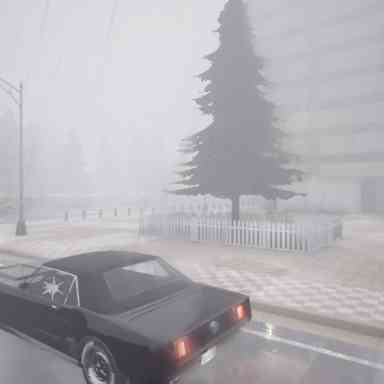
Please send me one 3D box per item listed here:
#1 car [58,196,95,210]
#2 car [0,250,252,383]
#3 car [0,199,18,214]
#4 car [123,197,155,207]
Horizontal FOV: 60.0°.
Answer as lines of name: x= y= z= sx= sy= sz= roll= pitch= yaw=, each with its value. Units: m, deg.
car: x=-14.600 y=1.352 z=42.104 sx=2.097 sy=1.767 sz=4.553 roll=0 pitch=0 yaw=36
car: x=-1.606 y=1.601 z=5.153 sx=4.718 sy=1.301 sz=1.895 roll=0 pitch=0 yaw=36
car: x=-20.495 y=1.478 z=33.927 sx=1.882 sy=1.535 sz=5.008 roll=0 pitch=0 yaw=36
car: x=-8.070 y=1.548 z=51.152 sx=2.033 sy=1.411 sz=5.357 roll=0 pitch=0 yaw=36
